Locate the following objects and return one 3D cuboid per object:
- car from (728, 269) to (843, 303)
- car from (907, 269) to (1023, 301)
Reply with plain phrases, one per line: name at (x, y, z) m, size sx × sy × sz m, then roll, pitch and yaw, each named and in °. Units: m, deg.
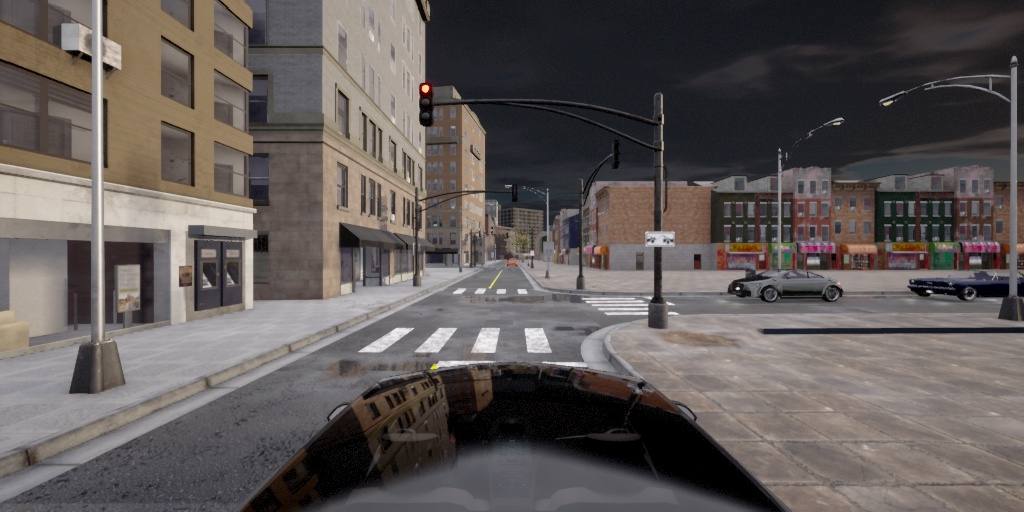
car at (12.036, 1.261, 15.957) m, size 4.181 × 1.385 × 1.994 m, roll 0°, pitch 0°, yaw 0°
car at (20.822, 1.265, 16.007) m, size 4.718 × 1.301 × 1.895 m, roll 0°, pitch 0°, yaw 0°
